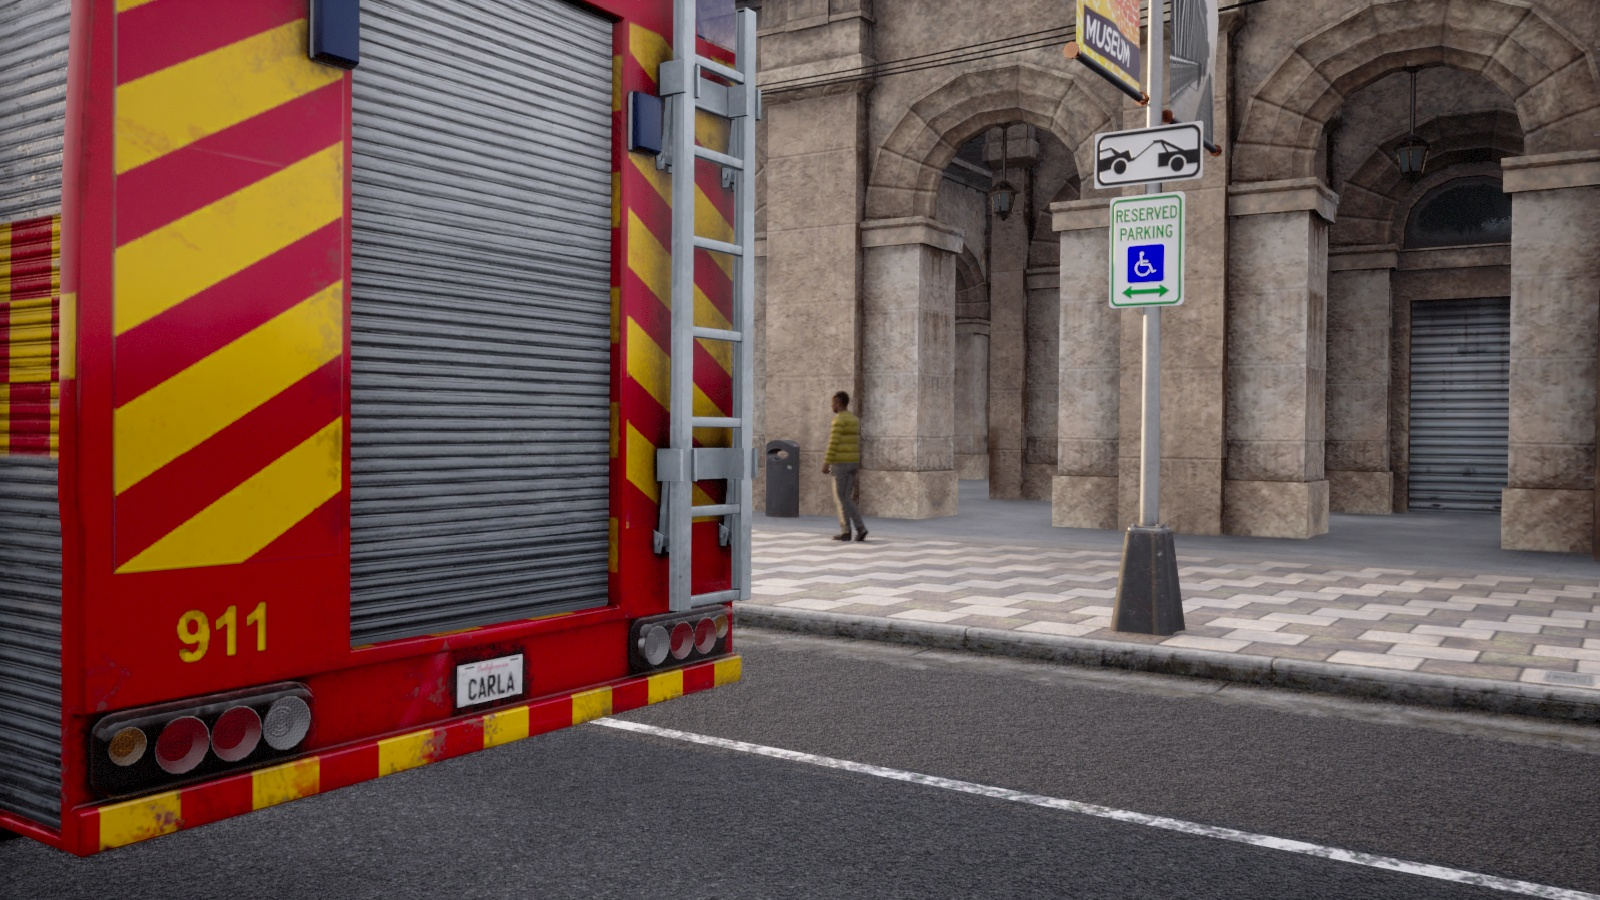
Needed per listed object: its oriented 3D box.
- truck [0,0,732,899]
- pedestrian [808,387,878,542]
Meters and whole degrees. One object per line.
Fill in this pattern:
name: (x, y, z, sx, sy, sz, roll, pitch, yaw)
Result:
truck: (-4.646, -0.483, 6.693, 8.468, 3.827, 2.891, 0, 1, 34)
pedestrian: (0.526, 0.175, 15.285, 0.709, 1.840, 0.431, 0, 1, 33)
